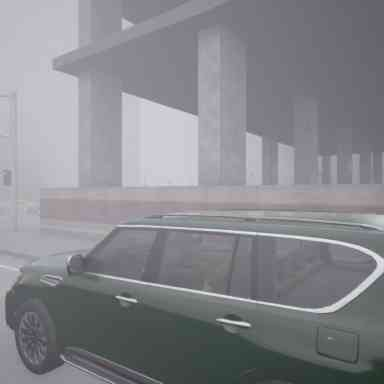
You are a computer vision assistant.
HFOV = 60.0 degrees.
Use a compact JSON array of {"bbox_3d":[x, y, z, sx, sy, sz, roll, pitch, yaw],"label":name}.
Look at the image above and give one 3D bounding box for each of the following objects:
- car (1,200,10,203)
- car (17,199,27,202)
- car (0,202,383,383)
[{"bbox_3d":[-18.380,1.533,33.815,1.882,1.535,5.008,0,0,36],"label":"car"},{"bbox_3d":[-14.331,1.547,33.461,2.128,1.511,4.902,0,0,36],"label":"car"},{"bbox_3d":[0.066,1.221,3.937,5.566,2.045,2.150,0,0,36],"label":"car"}]
